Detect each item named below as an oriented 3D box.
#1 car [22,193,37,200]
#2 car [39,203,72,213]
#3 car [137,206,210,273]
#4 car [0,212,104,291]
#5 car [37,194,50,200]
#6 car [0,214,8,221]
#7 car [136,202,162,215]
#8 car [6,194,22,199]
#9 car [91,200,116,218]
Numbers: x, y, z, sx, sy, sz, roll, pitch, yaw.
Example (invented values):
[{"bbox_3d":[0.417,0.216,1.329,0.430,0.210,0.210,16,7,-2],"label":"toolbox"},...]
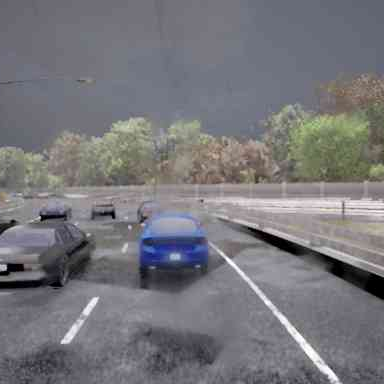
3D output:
[{"bbox_3d":[-40.700,1.130,81.669,4.892,1.490,1.837,0,0,40],"label":"car"},{"bbox_3d":[-10.540,1.519,26.082,1.895,1.301,4.718,0,0,-14],"label":"car"},{"bbox_3d":[-0.641,1.430,10.683,1.882,1.535,5.008,0,0,-6],"label":"car"},{"bbox_3d":[-3.986,1.520,9.019,2.033,1.411,5.357,0,0,-5],"label":"car"},{"bbox_3d":[-37.980,1.219,84.014,4.718,1.301,1.895,0,0,40],"label":"car"},{"bbox_3d":[-7.872,1.463,12.266,2.128,1.511,4.902,0,0,-7],"label":"car"},{"bbox_3d":[-3.117,1.442,25.182,2.033,1.411,5.357,0,0,-13],"label":"car"},{"bbox_3d":[-43.012,1.130,79.042,5.008,1.535,1.882,0,0,40],"label":"car"},{"bbox_3d":[-7.479,1.389,28.128,2.128,1.511,4.902,0,0,-15],"label":"car"}]
